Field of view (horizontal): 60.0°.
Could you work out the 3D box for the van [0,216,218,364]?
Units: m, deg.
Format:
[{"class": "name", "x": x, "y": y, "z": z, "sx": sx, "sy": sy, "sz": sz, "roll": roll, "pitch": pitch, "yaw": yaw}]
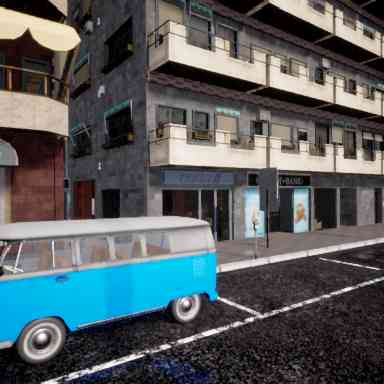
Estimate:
[{"class": "van", "x": -1.440, "y": 1.341, "z": 5.545, "sx": 3.998, "sy": 1.788, "sz": 1.690, "roll": 0, "pitch": 0, "yaw": -36}]
